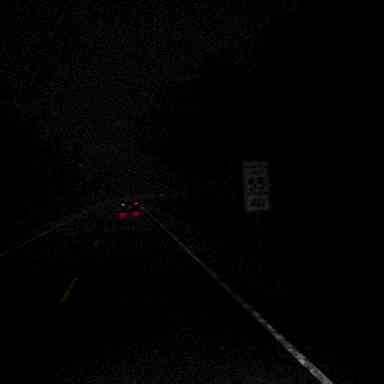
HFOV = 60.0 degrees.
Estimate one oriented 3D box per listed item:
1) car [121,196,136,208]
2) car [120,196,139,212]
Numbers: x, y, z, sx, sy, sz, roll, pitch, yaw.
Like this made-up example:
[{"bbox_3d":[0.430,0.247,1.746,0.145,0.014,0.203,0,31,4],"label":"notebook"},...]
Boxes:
[{"bbox_3d":[-9.042,1.366,47.464,1.882,1.535,5.008,-3,1,-11],"label":"car"},{"bbox_3d":[-7.044,1.412,37.581,1.812,1.442,4.674,-3,1,-11],"label":"car"}]
